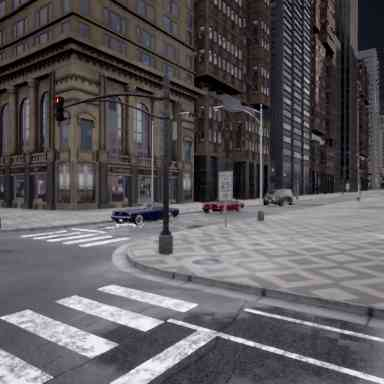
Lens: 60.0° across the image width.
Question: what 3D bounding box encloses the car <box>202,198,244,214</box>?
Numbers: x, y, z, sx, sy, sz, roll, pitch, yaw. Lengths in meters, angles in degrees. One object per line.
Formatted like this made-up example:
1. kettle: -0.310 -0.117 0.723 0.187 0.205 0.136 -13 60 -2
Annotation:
1. car: 2.842 1.217 29.753 1.895 1.301 4.718 0 1 35

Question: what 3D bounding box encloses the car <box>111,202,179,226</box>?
1. car: -2.960 1.351 21.619 1.895 1.301 4.718 0 1 36

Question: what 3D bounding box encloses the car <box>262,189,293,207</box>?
1. car: 10.555 0.662 40.562 2.150 2.045 5.566 0 1 35
